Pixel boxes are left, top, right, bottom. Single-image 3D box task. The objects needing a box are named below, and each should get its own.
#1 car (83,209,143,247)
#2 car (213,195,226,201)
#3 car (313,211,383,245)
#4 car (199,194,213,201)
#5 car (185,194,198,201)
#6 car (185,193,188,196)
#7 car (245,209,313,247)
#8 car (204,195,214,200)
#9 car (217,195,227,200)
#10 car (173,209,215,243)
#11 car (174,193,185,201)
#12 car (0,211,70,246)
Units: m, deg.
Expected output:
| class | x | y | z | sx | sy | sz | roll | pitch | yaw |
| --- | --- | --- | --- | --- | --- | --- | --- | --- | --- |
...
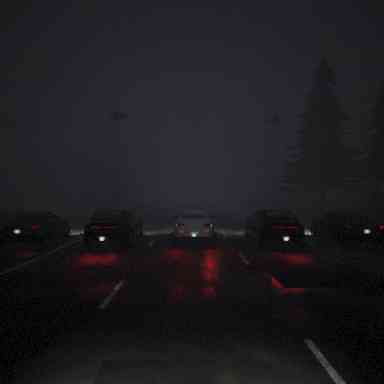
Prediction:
| class | x | y | z | sx | sy | sz | roll | pitch | yaw |
| --- | --- | --- | --- | --- | --- | --- | --- | --- | --- |
| car | -3.412 | 1.511 | 15.033 | 1.837 | 1.490 | 4.892 | 0 | 0 | 0 |
| car | 6.981 | 1.554 | 83.653 | 1.812 | 1.442 | 4.674 | 0 | 0 | 2 |
| car | 7.088 | 1.570 | 15.473 | 1.994 | 1.385 | 4.181 | 0 | 0 | 0 |
| car | 3.480 | 1.384 | 83.593 | 2.097 | 1.767 | 4.553 | 0 | 0 | 2 |
| car | -0.008 | 1.623 | 84.253 | 1.895 | 1.301 | 4.718 | 0 | 0 | 2 |
| car | -2.166 | 1.254 | 94.425 | 2.150 | 2.045 | 5.566 | 0 | 0 | 17 |
| car | 3.588 | 1.511 | 15.047 | 1.837 | 1.490 | 4.892 | 0 | 0 | 0 |
| car | 4.825 | 1.486 | 93.562 | 1.895 | 1.301 | 4.718 | 0 | 0 | 17 |
| car | 8.443 | 1.512 | 93.514 | 1.812 | 1.442 | 4.674 | 0 | 0 | 17 |
| car | 0.080 | 1.532 | 15.992 | 1.812 | 1.442 | 4.674 | 0 | 0 | 0 |
| car | -3.502 | 1.583 | 84.729 | 1.994 | 1.385 | 4.181 | 0 | 0 | 2 |
| car | -7.166 | 1.569 | 15.434 | 1.994 | 1.385 | 4.181 | 0 | 0 | -3 |
